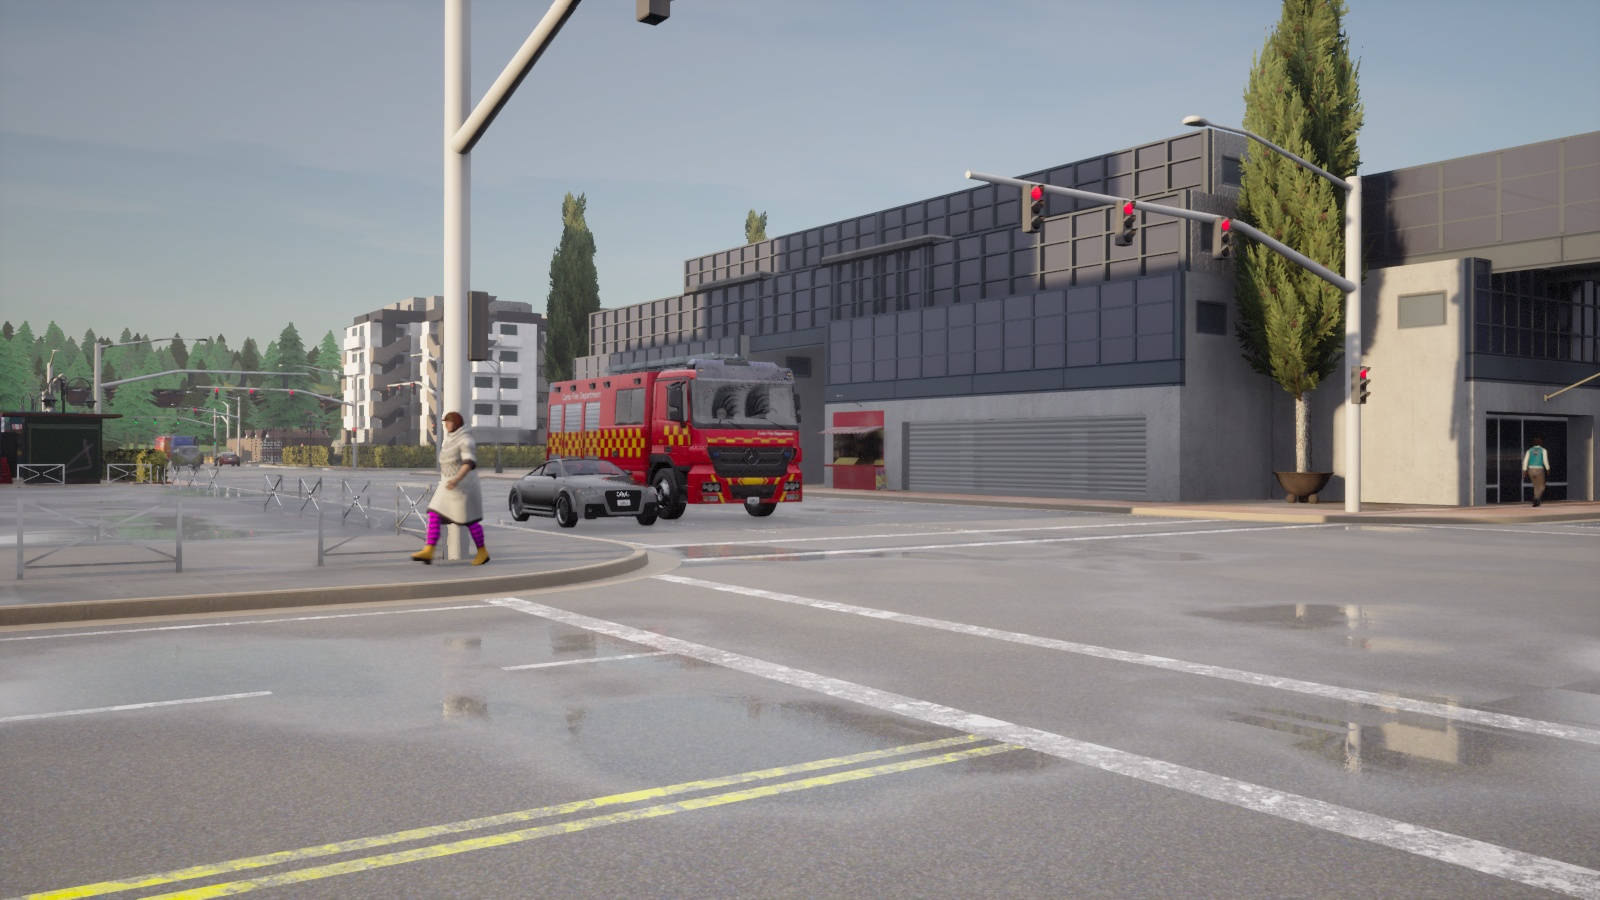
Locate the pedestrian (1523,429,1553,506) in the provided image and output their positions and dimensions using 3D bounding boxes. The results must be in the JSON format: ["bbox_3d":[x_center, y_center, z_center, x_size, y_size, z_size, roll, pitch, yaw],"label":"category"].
[{"bbox_3d":[18.808,0.442,32.008,0.692,1.930,0.396,0,0,-35],"label":"pedestrian"}]

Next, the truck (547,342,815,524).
[{"bbox_3d":[-3.203,-0.338,30.756,2.891,3.827,8.468,0,0,-33],"label":"truck"}]

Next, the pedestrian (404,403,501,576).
[{"bbox_3d":[-4.068,0.448,14.715,0.659,1.952,0.873,0,0,43],"label":"pedestrian"}]

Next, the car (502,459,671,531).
[{"bbox_3d":[-4.588,0.883,26.522,1.994,1.385,4.181,0,0,-34],"label":"car"}]
